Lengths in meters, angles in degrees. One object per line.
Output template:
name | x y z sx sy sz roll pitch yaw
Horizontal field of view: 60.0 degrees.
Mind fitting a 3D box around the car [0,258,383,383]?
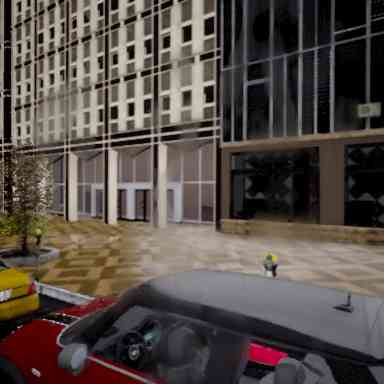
car | -0.049 1.447 2.898 4.097 1.590 1.967 0 0 35
